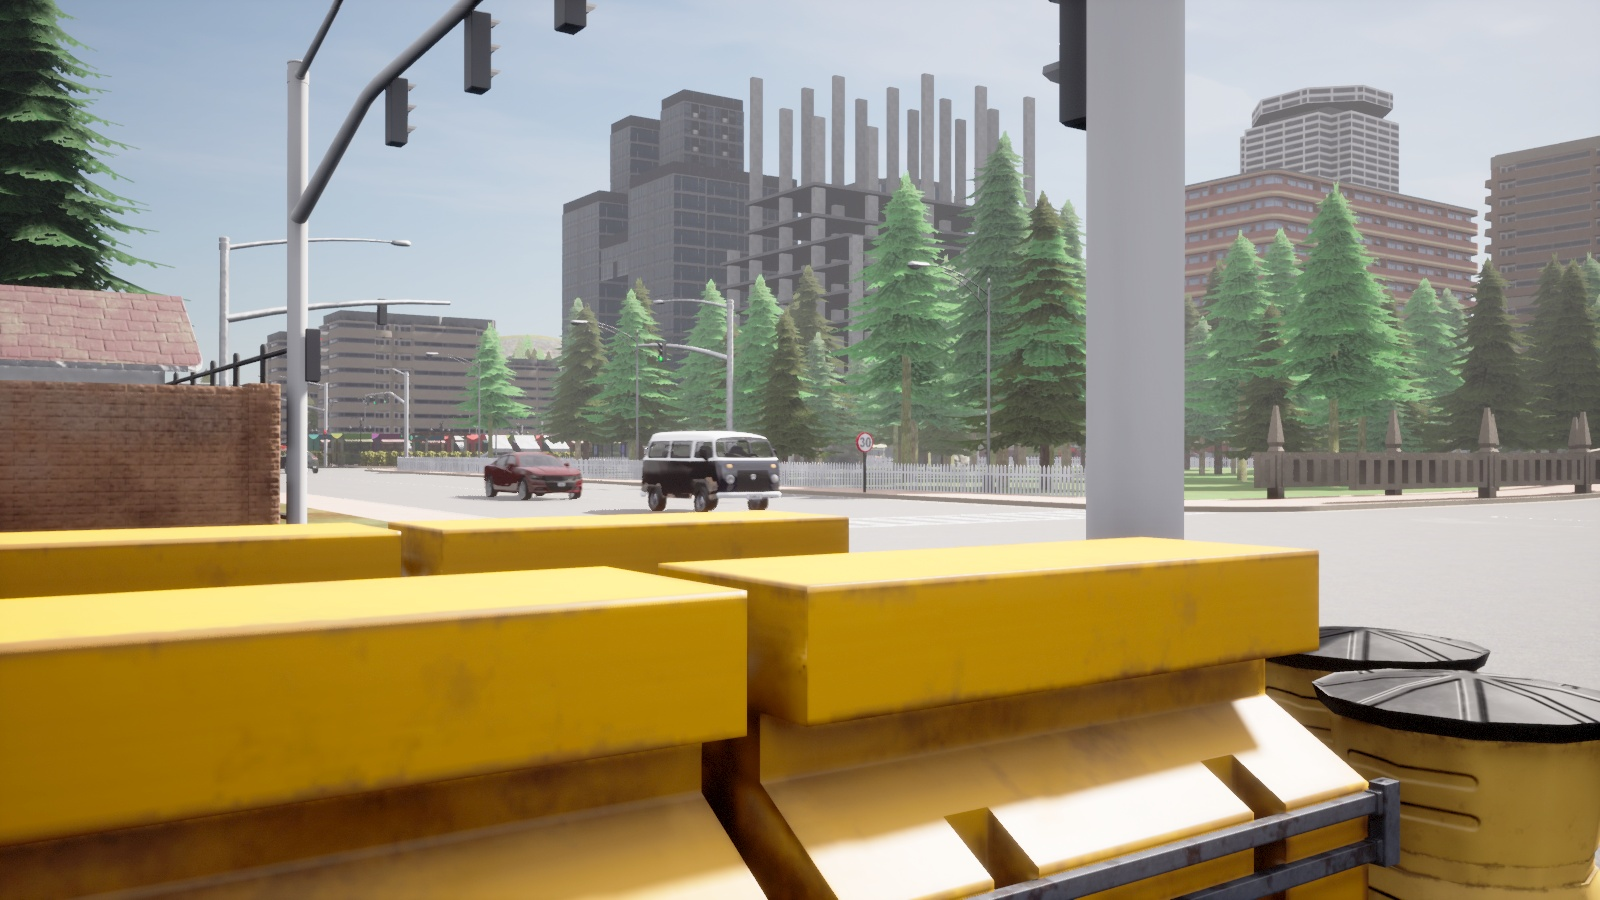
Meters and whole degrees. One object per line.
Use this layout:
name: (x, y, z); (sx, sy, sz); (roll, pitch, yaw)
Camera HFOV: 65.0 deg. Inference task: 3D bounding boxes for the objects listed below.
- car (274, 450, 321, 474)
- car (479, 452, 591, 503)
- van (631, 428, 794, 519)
car: (-35.247, 0.813, 88.001); (2.152, 1.651, 5.027); (0, 0, -33)
car: (-8.663, 0.840, 40.743); (1.882, 1.535, 5.008); (0, 0, -33)
van: (-2.230, 0.551, 30.858); (2.069, 2.038, 4.480); (0, -1, -33)
